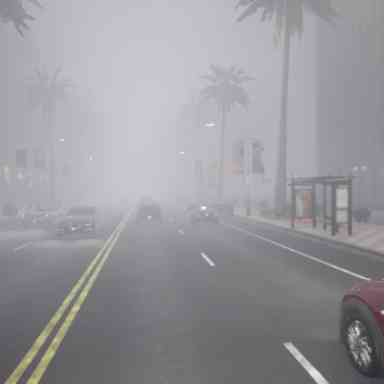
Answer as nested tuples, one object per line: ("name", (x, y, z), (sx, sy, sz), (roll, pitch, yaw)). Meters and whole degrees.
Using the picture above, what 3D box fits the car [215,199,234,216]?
("car", (2.509, 1.390, 30.597), (2.231, 1.521, 4.892), (0, 0, -8))

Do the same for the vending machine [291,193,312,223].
("vending machine", (7.845, 1.106, 23.844), (1.100, 2.100, 0.880), (0, 0, -8))

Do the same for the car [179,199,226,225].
("car", (0.560, 1.482, 23.310), (2.033, 1.411, 5.357), (0, 0, -8))

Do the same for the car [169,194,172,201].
("car", (-4.637, 1.305, 81.403), (2.161, 1.482, 4.786), (0, 0, -8))

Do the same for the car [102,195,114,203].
("car", (-16.104, 1.401, 63.848), (1.812, 1.442, 4.674), (0, 0, -8))

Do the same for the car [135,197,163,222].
("car", (-3.300, 1.447, 25.458), (1.837, 1.490, 4.892), (0, 1, -8))

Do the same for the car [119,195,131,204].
("car", (-12.068, 1.375, 60.191), (1.837, 1.490, 4.892), (0, 0, -8))

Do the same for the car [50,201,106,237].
("car", (-5.943, 1.473, 18.051), (1.837, 1.490, 4.892), (0, 0, -8))

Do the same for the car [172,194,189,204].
("car", (-1.753, 1.197, 59.661), (2.185, 1.767, 4.553), (0, 0, -8))

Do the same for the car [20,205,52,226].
("car", (-10.223, 1.568, 23.099), (1.895, 1.301, 4.718), (0, 0, -8))

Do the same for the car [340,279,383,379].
("car", (3.123, 1.334, 2.692), (2.097, 1.767, 4.553), (0, 0, -3))
